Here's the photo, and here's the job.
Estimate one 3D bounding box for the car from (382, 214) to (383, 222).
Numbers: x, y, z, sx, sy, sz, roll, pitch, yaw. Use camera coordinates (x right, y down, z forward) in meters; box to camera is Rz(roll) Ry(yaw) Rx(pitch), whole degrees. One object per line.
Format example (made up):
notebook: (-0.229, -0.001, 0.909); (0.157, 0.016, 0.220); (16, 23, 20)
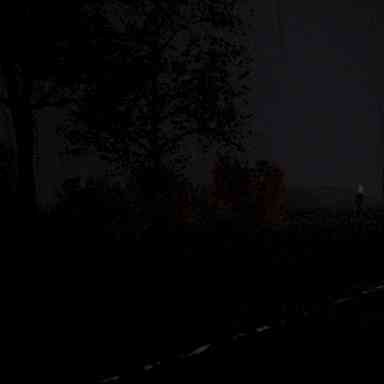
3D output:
car: (15.662, 1.431, 23.052); (2.097, 1.767, 4.553); (-2, 0, -24)
